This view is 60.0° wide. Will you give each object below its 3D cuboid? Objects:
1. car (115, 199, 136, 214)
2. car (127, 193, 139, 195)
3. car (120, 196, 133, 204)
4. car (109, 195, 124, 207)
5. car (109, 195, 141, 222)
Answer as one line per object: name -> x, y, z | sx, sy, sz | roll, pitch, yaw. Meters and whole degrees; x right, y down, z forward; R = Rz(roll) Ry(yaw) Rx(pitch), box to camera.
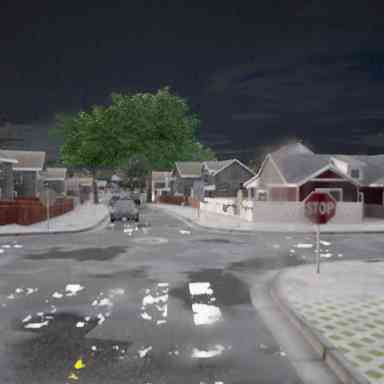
car -> -7.548, 1.571, 37.467 | 2.033, 1.411, 5.357 | 0, 0, -14
car -> -9.989, 1.235, 55.978 | 2.150, 2.045, 5.566 | 0, 0, -17
car -> -13.023, 1.512, 65.878 | 2.128, 1.511, 4.902 | 0, 0, -16
car -> -12.308, 1.383, 54.112 | 2.097, 1.767, 4.553 | 0, 0, -17
car -> -5.261, 1.369, 26.167 | 2.097, 1.767, 4.553 | 0, 0, -10
